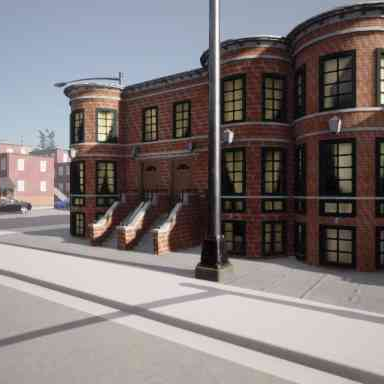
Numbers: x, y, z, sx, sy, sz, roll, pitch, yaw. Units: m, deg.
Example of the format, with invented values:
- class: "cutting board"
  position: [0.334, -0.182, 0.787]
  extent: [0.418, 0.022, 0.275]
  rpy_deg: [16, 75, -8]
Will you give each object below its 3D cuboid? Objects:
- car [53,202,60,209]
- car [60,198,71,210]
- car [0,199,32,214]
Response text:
- class: "car"
  position: [-15.728, 1.482, 43.827]
  extent: [1.882, 1.535, 5.008]
  rpy_deg: [0, 0, 35]
- class: "car"
  position: [-13.326, 1.603, 41.166]
  extent: [1.895, 1.301, 4.718]
  rpy_deg: [0, 0, 36]
- class: "car"
  position: [-18.766, 1.495, 33.566]
  extent: [2.128, 1.511, 4.902]
  rpy_deg: [0, 0, 36]
